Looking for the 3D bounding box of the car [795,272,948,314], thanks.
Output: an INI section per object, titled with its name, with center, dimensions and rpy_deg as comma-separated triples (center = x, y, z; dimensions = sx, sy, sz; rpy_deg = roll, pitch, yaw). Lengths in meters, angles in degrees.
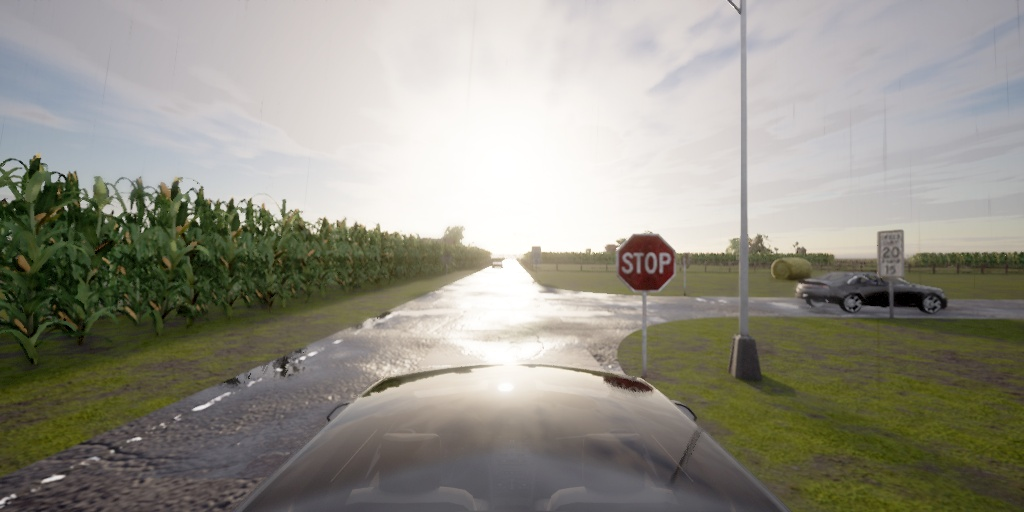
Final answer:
[car]
center = 14.091, 1.397, 14.196
dimensions = 4.902, 1.511, 2.128
rpy_deg = 0, -1, 1
